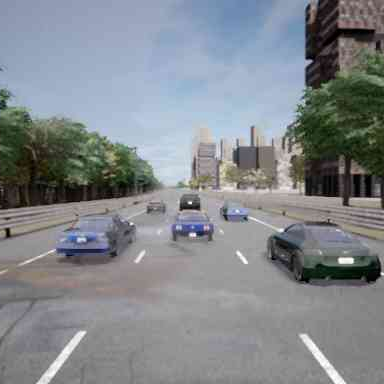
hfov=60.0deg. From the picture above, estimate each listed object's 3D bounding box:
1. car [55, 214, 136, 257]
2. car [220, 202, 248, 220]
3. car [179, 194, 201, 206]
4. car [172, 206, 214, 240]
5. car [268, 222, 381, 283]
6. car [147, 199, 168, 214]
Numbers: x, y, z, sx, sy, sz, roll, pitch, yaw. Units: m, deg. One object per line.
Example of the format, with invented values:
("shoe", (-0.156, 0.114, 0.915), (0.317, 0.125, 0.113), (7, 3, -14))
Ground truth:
("car", (-3.451, 1.543, 12.882), (2.033, 1.411, 5.357), (0, 0, 0))
("car", (3.403, 1.527, 27.645), (2.033, 1.411, 5.357), (0, 0, -1))
("car", (-0.211, 1.191, 35.185), (2.150, 2.045, 5.566), (0, 0, -1))
("car", (0.012, 1.593, 16.786), (1.895, 1.301, 4.718), (0, 0, -1))
("car", (3.564, 1.560, 9.718), (1.994, 1.385, 4.181), (0, 0, 0))
("car", (-3.722, 1.461, 35.689), (2.128, 1.511, 4.902), (0, 0, -1))
